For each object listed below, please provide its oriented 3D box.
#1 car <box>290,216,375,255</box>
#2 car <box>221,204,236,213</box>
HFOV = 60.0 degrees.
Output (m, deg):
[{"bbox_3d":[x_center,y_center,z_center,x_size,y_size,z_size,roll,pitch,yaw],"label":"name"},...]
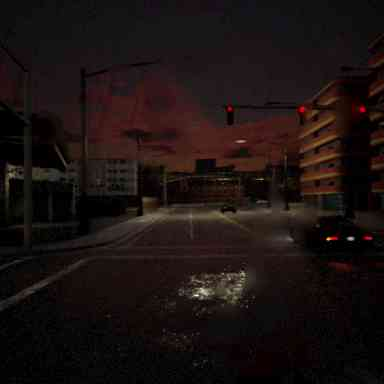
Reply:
[{"bbox_3d":[5.708,1.745,14.248,2.033,1.411,5.357,-1,-1,2],"label":"car"},{"bbox_3d":[5.567,2.465,50.625,1.994,1.385,4.181,-1,-1,0],"label":"car"}]
